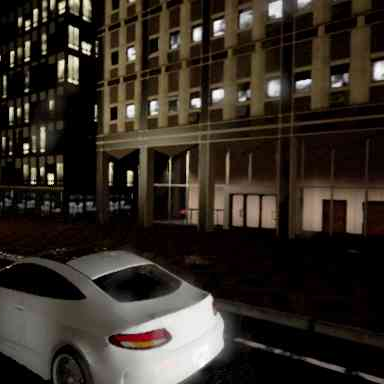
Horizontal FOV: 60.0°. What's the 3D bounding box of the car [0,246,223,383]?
[{"bbox_3d":[-1.781,1.535,4.832,4.674,1.442,1.812,0,0,35],"label":"car"}]
